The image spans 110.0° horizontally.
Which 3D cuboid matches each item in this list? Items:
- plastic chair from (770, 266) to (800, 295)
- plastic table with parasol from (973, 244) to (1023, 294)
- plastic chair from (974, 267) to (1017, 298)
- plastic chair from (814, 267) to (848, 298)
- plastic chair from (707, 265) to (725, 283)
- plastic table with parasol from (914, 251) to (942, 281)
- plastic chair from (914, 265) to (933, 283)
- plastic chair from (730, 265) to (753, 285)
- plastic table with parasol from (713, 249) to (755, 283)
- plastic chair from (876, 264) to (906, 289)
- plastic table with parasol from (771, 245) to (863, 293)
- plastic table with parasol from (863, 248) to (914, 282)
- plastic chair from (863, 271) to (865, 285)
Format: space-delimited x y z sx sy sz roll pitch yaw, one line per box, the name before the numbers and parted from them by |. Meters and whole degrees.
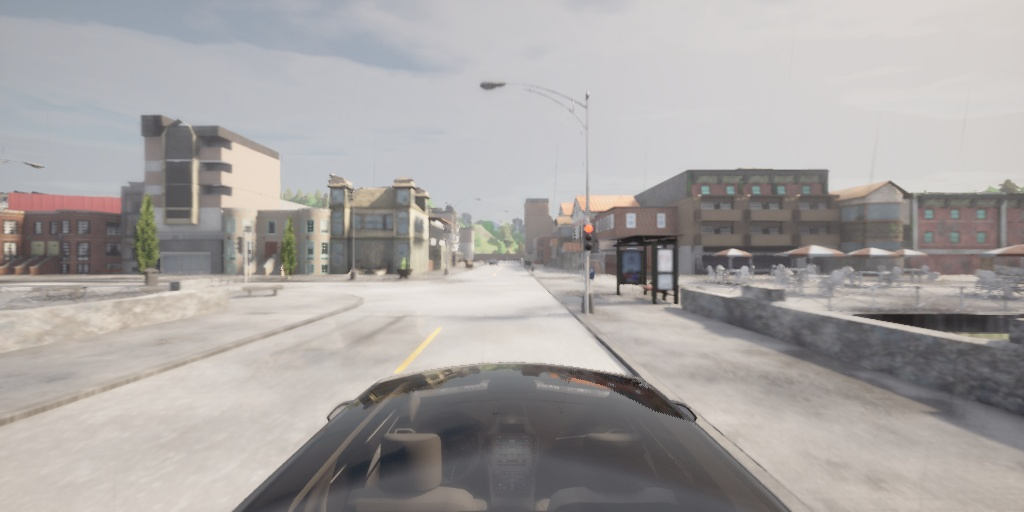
plastic chair | 13.895 1.300 18.264 0.730 1.272 0.750 0 0 0
plastic table with parasol | 23.795 0.695 16.715 2.482 2.480 2.482 0 0 0
plastic chair | 22.595 1.299 16.765 0.730 1.272 0.750 0 0 0
plastic chair | 14.995 1.298 16.864 0.750 1.272 0.730 0 0 0
plastic chair | 14.694 1.309 26.064 0.730 1.272 0.750 0 0 0
plastic table with parasol | 30.224 0.708 27.636 2.482 2.480 2.482 0 0 0
plastic chair | 29.894 1.311 26.266 0.750 1.272 0.730 0 0 0
plastic chair | 15.794 1.308 24.664 0.750 1.272 0.730 0 0 0
plastic table with parasol | 15.914 0.705 25.944 2.482 2.480 2.482 0 0 0
plastic chair | 22.795 1.305 21.565 0.750 1.272 0.730 0 0 0
plastic table with parasol | 15.165 0.696 18.124 2.482 2.480 2.482 0 0 0
plastic table with parasol | 22.894 0.702 22.915 2.482 2.480 2.482 0 0 0
plastic chair | 21.694 1.306 22.965 0.730 1.272 0.750 0 0 0
